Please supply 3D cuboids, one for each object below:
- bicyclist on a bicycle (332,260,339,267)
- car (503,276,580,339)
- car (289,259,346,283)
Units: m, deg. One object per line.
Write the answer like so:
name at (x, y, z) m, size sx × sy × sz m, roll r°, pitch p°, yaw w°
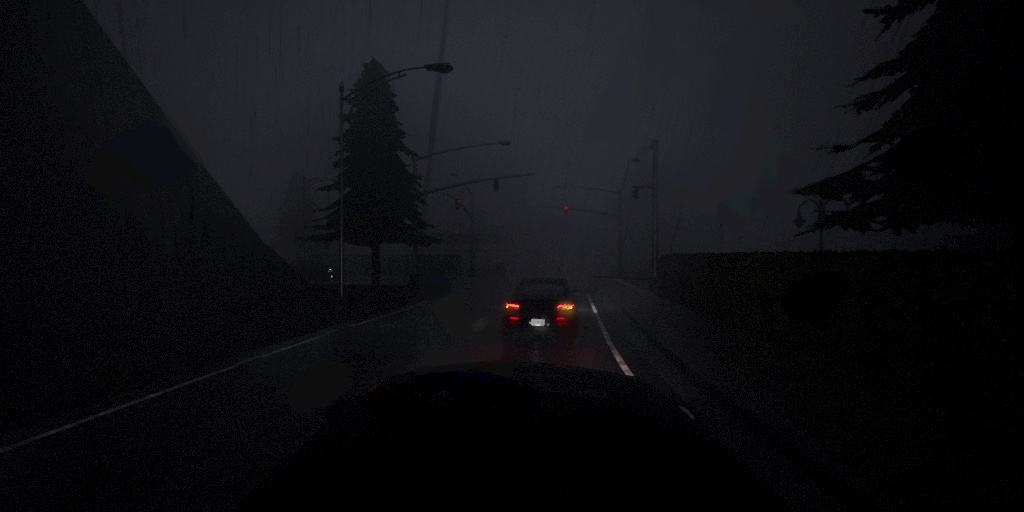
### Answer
bicyclist on a bicycle at (-17.372, 1.203, 35.331) m, size 0.582 × 1.620 × 1.656 m, roll 0°, pitch 0°, yaw 8°
car at (0.918, 1.276, 10.056) m, size 1.812 × 1.442 × 4.674 m, roll 0°, pitch 0°, yaw 9°
car at (-15.349, 1.102, 27.909) m, size 4.553 × 1.767 × 2.097 m, roll 0°, pitch 0°, yaw 9°
